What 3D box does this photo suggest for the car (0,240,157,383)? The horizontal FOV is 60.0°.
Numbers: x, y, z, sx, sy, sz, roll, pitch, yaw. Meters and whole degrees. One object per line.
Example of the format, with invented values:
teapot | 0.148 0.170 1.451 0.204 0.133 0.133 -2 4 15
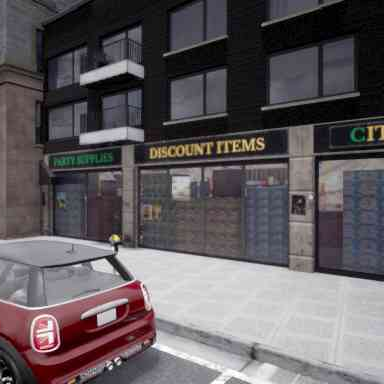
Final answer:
car | -2.542 1.440 4.894 4.097 1.590 1.967 0 0 36
